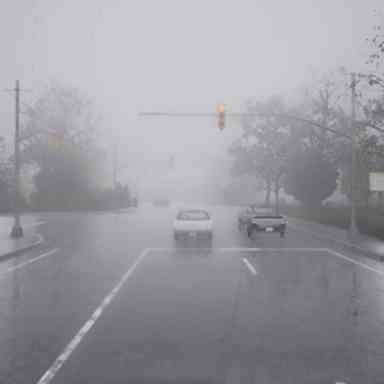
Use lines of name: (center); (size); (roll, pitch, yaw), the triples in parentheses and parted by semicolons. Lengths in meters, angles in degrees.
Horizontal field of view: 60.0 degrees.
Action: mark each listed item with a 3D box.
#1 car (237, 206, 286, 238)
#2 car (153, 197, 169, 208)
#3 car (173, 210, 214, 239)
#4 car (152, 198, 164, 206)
car: (3.576, 1.490, 17.713); (2.128, 1.511, 4.902); (0, 0, 0)
car: (-4.697, 1.543, 52.682); (2.097, 1.767, 4.553); (0, -1, -6)
car: (0.075, 1.598, 17.299); (1.895, 1.301, 4.718); (0, 0, 0)
car: (-7.007, 2.025, 68.208); (1.837, 1.490, 4.892); (0, -1, -12)
